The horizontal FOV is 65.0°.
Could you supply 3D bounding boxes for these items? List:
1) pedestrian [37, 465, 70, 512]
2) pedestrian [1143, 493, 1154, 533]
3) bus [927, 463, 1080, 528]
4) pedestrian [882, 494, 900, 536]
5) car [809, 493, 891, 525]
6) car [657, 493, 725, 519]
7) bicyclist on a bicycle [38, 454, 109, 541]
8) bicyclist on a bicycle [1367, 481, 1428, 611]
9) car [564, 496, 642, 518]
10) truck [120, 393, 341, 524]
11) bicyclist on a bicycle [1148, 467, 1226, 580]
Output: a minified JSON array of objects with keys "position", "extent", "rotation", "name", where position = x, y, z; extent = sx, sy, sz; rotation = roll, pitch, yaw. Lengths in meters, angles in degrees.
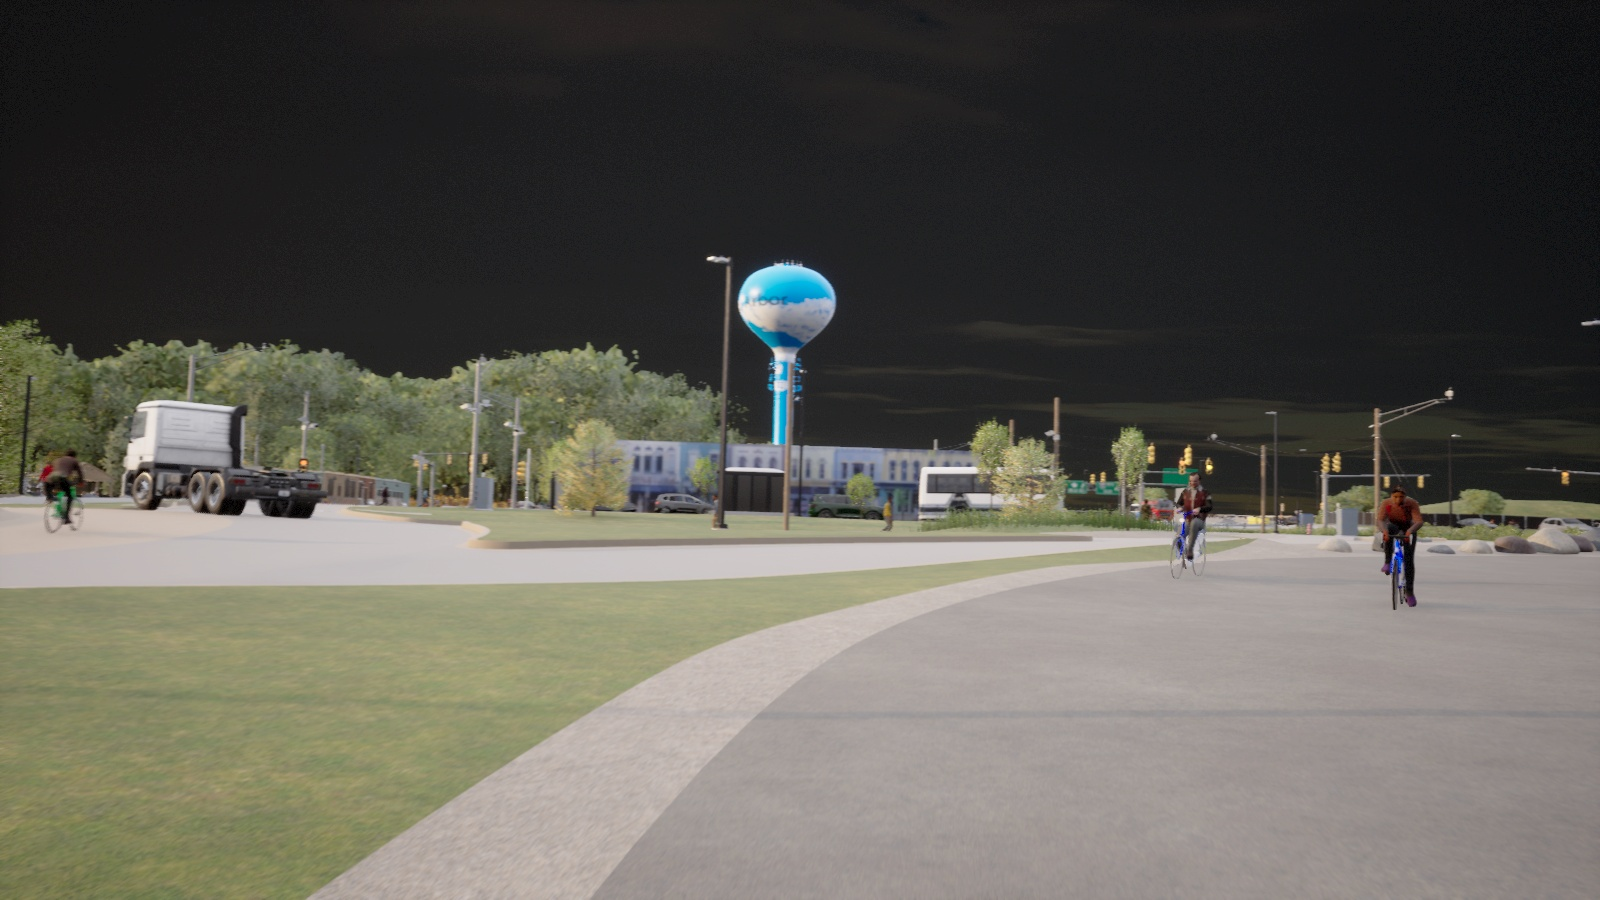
[{"position":[-29.953,1.543,50.390],"extent":[0.899,1.844,0.634],"rotation":[0,-4,22],"name":"pedestrian"},{"position":[17.082,3.108,61.517],"extent":[0.395,1.930,0.692],"rotation":[1,-4,6],"name":"pedestrian"},{"position":[14.155,3.242,88.402],"extent":[10.273,4.253,3.944],"rotation":[0,-6,5],"name":"bus"},{"position":[4.039,2.876,55.758],"extent":[0.709,1.840,0.431],"rotation":[1,-4,-2],"name":"pedestrian"},{"position":[3.506,4.186,88.714],"extent":[5.566,2.045,2.150],"rotation":[2,-4,-2],"name":"car"},{"position":[-7.643,3.951,88.333],"extent":[4.611,1.667,2.242],"rotation":[2,-4,-2],"name":"car"},{"position":[-14.152,0.913,24.513],"extent":[0.582,1.620,1.656],"rotation":[1,-1,-8],"name":"bicyclist on a bicycle"},{"position":[7.890,1.219,16.553],"extent":[0.582,1.620,1.656],"rotation":[0,-1,30],"name":"bicyclist on a bicycle"},{"position":[-14.407,4.205,91.954],"extent":[5.357,1.411,2.033],"rotation":[2,-4,-1],"name":"car"},{"position":[-17.233,0.323,37.729],"extent":[7.936,3.462,2.891],"rotation":[-1,-5,42],"name":"truck"},{"position":[6.464,1.208,20.918],"extent":[0.659,1.776,1.843],"rotation":[1,-1,35],"name":"bicyclist on a bicycle"}]
